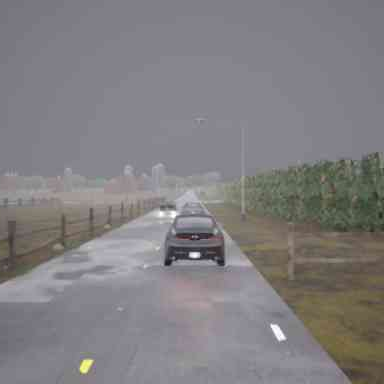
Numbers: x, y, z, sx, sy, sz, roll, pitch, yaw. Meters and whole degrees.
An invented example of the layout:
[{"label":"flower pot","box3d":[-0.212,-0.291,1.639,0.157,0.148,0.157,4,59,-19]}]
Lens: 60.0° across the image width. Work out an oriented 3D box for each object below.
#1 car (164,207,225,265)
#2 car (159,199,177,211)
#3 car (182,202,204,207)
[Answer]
[{"label":"car","box3d":[0.084,1.494,11.621,1.837,1.490,4.892,0,0,0]},{"label":"car","box3d":[-2.846,1.561,40.129,1.895,1.301,4.718,0,0,0]},{"label":"car","box3d":[0.084,1.538,27.460,1.994,1.385,4.181,0,0,0]}]
